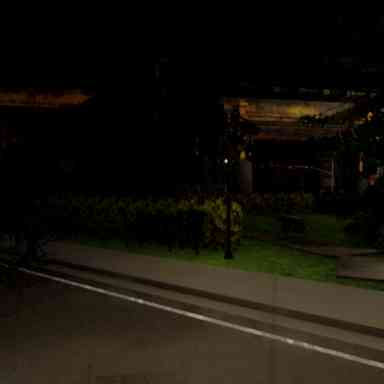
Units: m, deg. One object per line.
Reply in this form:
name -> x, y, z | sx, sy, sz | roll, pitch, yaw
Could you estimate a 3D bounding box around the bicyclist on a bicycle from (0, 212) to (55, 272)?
bicyclist on a bicycle -> -4.640, 1.376, 9.430 | 0.582, 1.620, 1.656 | 0, 0, 35
